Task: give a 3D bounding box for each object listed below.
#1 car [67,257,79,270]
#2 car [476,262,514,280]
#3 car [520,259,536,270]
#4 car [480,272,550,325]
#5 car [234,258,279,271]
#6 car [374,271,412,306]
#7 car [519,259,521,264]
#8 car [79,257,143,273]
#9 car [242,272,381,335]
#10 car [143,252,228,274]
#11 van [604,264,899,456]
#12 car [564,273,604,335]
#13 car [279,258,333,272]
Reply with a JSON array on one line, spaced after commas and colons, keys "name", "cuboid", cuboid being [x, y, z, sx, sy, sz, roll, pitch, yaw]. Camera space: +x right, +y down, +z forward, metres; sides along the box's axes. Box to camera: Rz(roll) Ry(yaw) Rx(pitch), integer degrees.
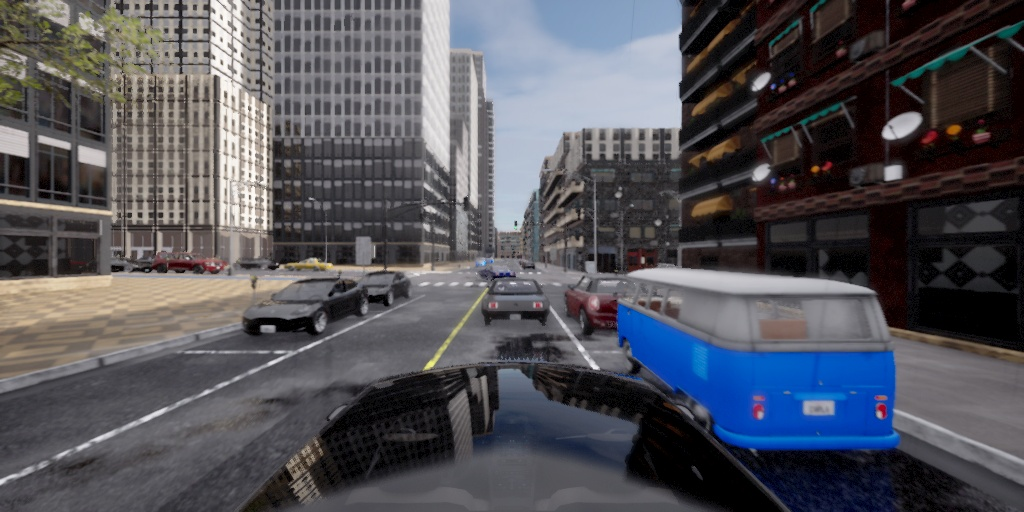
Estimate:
[{"name": "car", "cuboid": [-38.632, 0.660, 30.213, 4.507, 1.381, 1.888, 0, 0, -1]}, {"name": "car", "cuboid": [-1.376, 1.408, 29.475, 1.895, 1.301, 4.718, 1, 0, -21]}, {"name": "car", "cuboid": [2.673, 1.410, 55.429, 1.948, 1.339, 4.313, 0, 0, 0]}, {"name": "car", "cuboid": [0.098, 1.367, 11.921, 1.895, 1.301, 4.718, 0, 0, 0]}, {"name": "car", "cuboid": [-27.501, 0.878, 38.724, 4.313, 1.339, 1.948, 0, 0, -1]}, {"name": "car", "cuboid": [-5.695, 1.339, 15.781, 1.948, 1.339, 4.313, 0, 0, 0]}, {"name": "car", "cuboid": [2.669, 1.409, 65.396, 1.888, 1.381, 4.507, 0, 0, 0]}, {"name": "car", "cuboid": [-33.014, 0.786, 30.279, 4.313, 1.339, 1.948, 0, 0, -1]}, {"name": "car", "cuboid": [-5.693, 1.330, 10.535, 1.948, 1.339, 4.313, 0, 0, 0]}, {"name": "car", "cuboid": [-27.396, 0.639, 30.343, 5.009, 1.841, 2.192, 0, 0, -1]}, {"name": "van", "cuboid": [2.689, 1.096, 4.988, 1.690, 1.789, 3.998, 0, 0, 0]}, {"name": "car", "cuboid": [2.687, 1.204, 10.539, 1.967, 1.591, 4.097, 0, 0, 0]}, {"name": "car", "cuboid": [-22.057, 0.943, 38.875, 4.829, 1.417, 1.751, 0, 0, -1]}]
